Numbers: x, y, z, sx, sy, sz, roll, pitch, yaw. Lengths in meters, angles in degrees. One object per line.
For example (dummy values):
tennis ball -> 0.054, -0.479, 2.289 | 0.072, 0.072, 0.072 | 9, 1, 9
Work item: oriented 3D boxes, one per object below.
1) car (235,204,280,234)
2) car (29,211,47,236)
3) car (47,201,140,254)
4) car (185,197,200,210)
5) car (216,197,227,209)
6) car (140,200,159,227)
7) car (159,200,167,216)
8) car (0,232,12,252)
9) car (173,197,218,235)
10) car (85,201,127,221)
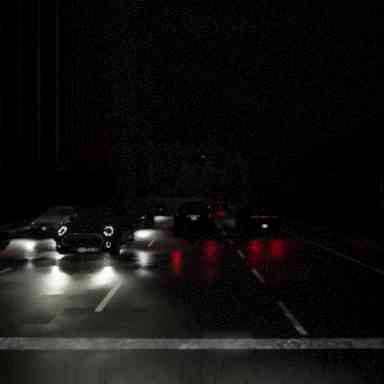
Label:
car -> 3.597, 1.450, 18.843 | 2.128, 1.511, 4.902 | 0, 0, 0
car -> -7.088, 1.477, 18.288 | 1.812, 1.442, 4.674 | 0, 0, 0
car -> -3.597, 1.310, 13.125 | 2.097, 1.767, 4.553 | 0, 0, 0
car -> 0.032, 1.415, 43.991 | 1.882, 1.535, 5.008 | 0, 0, 1
car -> 3.525, 1.447, 43.425 | 1.837, 1.490, 4.892 | 0, 1, 1
car -> -3.578, 1.456, 22.227 | 1.837, 1.490, 4.892 | 0, 0, 0
car -> -3.505, 1.491, 32.635 | 2.033, 1.411, 5.357 | 0, 0, 0
car -> -7.100, 1.559, 9.132 | 1.895, 1.301, 4.718 | 0, 0, 0
car -> 0.098, 1.308, 18.429 | 2.097, 1.767, 4.553 | 0, 0, 0
car -> -7.040, 1.492, 27.874 | 2.033, 1.411, 5.357 | 0, 0, 1
